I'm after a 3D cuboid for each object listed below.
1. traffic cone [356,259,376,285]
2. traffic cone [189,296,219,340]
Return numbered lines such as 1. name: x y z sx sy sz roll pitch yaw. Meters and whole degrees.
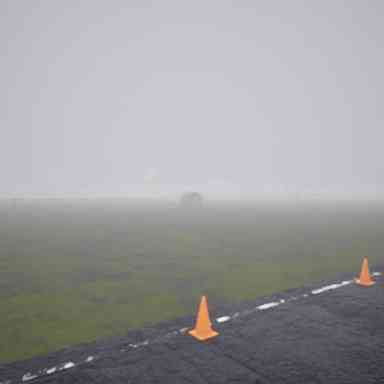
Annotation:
1. traffic cone: 4.258 1.938 8.166 0.340 0.580 0.340 0 0 -36
2. traffic cone: 0.187 1.949 5.262 0.340 0.580 0.340 0 0 -36
